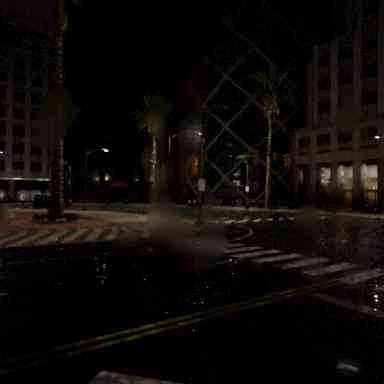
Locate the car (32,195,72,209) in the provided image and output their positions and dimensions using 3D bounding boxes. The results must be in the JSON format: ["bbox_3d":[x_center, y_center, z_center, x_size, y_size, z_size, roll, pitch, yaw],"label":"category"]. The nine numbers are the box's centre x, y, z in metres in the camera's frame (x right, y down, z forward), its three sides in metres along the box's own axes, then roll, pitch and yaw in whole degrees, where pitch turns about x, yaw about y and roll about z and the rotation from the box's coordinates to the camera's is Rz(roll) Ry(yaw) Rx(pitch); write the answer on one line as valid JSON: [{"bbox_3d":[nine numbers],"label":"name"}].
[{"bbox_3d":[-20.093,1.484,47.750,5.566,2.045,2.150,2,0,14],"label":"car"}]
